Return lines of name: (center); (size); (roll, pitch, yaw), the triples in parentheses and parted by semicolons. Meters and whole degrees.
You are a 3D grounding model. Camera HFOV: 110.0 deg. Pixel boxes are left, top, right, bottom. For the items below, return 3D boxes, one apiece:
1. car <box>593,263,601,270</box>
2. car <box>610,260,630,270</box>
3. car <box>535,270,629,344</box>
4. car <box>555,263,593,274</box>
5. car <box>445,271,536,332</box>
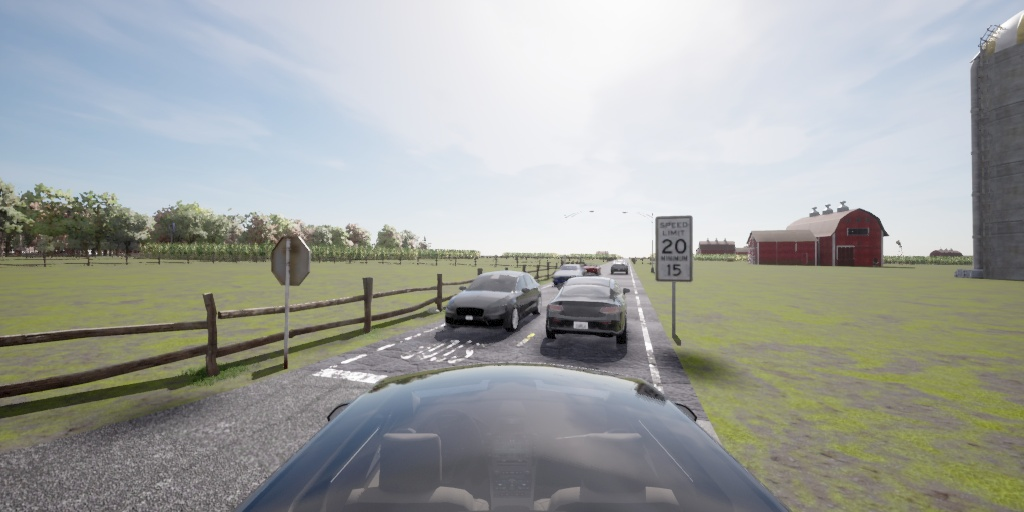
car: (8.316, 1.375, 37.962); (1.895, 1.301, 4.718); (0, 0, 18)
car: (12.333, 1.268, 41.052); (2.128, 1.511, 4.902); (0, 0, 18)
car: (2.139, 1.281, 9.666); (1.812, 1.442, 4.674); (0, 0, 18)
car: (4.216, 1.314, 25.375); (2.033, 1.411, 5.357); (0, 0, 18)
car: (-0.340, 1.260, 11.117); (1.837, 1.490, 4.892); (0, 0, 17)
